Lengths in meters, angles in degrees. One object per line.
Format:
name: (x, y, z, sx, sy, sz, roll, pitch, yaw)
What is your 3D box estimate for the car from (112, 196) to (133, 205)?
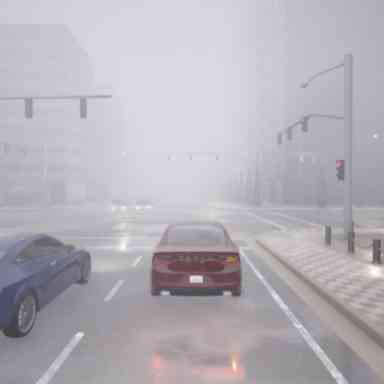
car: (-10.486, 1.279, 49.236, 1.895, 1.301, 4.718, 0, 0, 0)

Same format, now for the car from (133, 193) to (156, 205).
car: (-6.986, 1.279, 49.211, 1.895, 1.301, 4.718, 0, 0, 0)

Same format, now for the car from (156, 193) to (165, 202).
car: (-6.901, 1.100, 65.162, 1.812, 1.442, 4.674, 0, 0, 1)

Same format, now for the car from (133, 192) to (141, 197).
car: (-10.394, 0.923, 65.624, 2.097, 1.767, 4.553, 0, 0, 1)

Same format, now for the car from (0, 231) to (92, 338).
car: (-3.417, 1.483, 6.405, 1.812, 1.442, 4.674, 0, 0, 0)

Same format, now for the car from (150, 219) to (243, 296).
car: (0.097, 1.421, 8.532, 1.882, 1.535, 5.008, 0, 0, 0)
